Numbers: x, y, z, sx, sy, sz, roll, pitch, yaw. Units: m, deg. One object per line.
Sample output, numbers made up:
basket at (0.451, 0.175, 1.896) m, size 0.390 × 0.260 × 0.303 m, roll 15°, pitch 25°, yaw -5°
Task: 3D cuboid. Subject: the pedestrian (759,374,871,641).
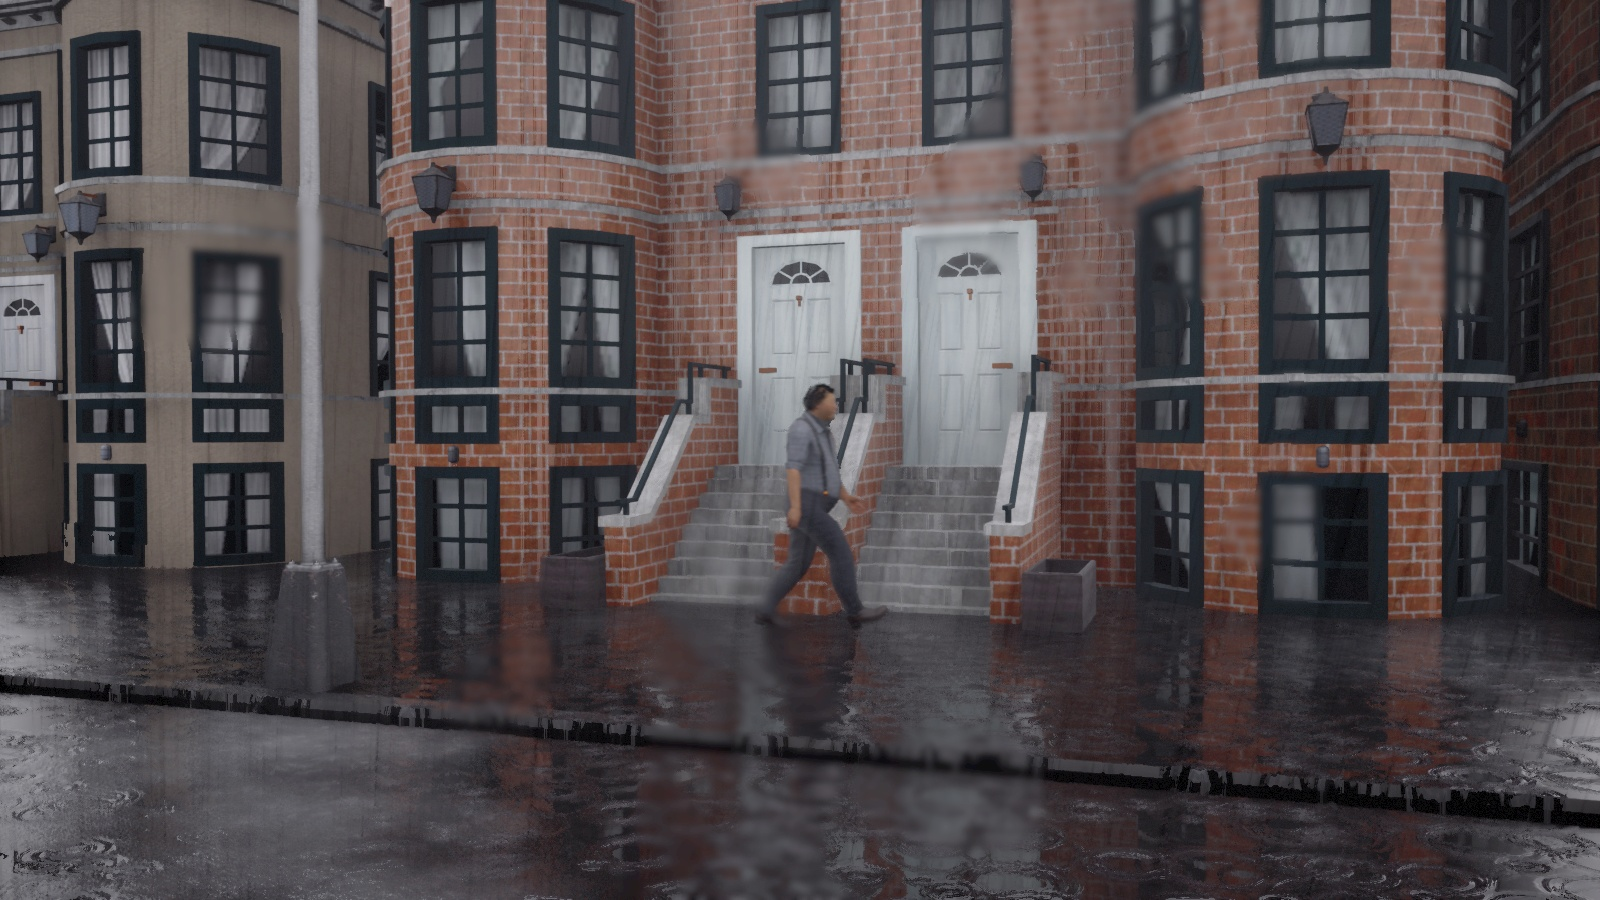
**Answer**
pedestrian at (0.116, 0.392, 9.020) m, size 0.694 × 1.848 × 0.540 m, roll 0°, pitch 1°, yaw 14°
